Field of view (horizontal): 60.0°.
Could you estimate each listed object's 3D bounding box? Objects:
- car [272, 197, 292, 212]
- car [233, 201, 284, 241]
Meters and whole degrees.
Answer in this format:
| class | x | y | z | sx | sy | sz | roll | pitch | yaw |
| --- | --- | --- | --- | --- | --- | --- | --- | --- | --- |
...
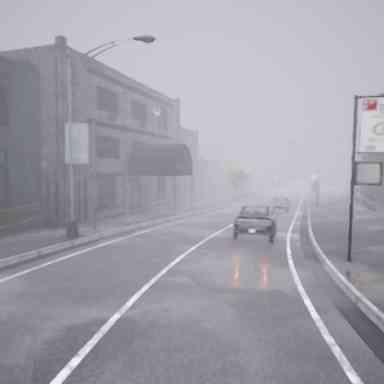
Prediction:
| class | x | y | z | sx | sy | sz | roll | pitch | yaw |
| --- | --- | --- | --- | --- | --- | --- | --- | --- | --- |
| car | 9.188 | 1.192 | 34.421 | 2.033 | 1.411 | 5.357 | 2 | 2 | 19 |
| car | 3.208 | 1.400 | 16.335 | 2.128 | 1.511 | 4.902 | 2 | 1 | 16 |
